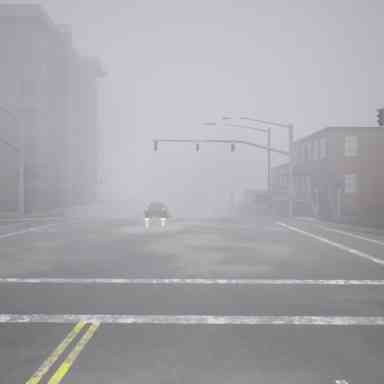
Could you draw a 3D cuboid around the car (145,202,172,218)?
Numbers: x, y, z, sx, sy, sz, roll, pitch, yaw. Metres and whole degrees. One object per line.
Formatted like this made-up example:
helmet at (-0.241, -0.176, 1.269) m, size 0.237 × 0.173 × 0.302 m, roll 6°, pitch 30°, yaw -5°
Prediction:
car at (-3.587, 1.838, 34.348) m, size 2.097 × 1.767 × 4.553 m, roll 0°, pitch -4°, yaw 0°
